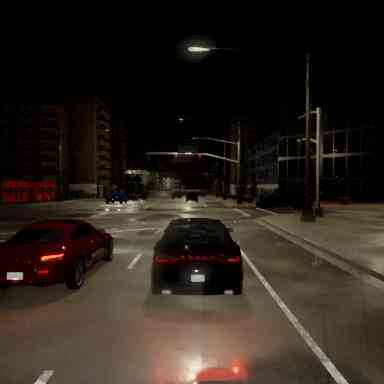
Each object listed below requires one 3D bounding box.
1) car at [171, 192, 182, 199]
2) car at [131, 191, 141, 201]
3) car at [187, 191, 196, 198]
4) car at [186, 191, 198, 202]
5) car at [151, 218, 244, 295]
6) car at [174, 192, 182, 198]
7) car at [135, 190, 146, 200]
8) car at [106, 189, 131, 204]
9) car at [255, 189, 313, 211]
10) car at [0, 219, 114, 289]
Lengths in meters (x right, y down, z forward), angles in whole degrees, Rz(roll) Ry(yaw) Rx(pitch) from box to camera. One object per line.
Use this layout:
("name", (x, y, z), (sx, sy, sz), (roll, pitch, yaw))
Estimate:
("car", (-3.588, 0.804, 75.681), (1.812, 1.442, 4.674), (0, 0, 0))
("car", (-10.616, 0.941, 57.333), (1.895, 1.301, 4.718), (0, 0, 0))
("car", (-0.102, 0.602, 86.905), (2.097, 1.767, 4.553), (0, 0, 0))
("car", (0.007, 0.821, 55.976), (1.882, 1.535, 5.008), (0, 0, 0))
("car", (0.097, 1.390, 8.545), (1.882, 1.535, 5.008), (0, 1, 0))
("car", (-3.600, 0.681, 85.683), (1.837, 1.490, 4.892), (0, 0, 0))
("car", (-10.588, 0.528, 67.540), (2.150, 2.045, 5.566), (0, 0, 0))
("car", (-10.625, 0.617, 47.258), (2.150, 2.045, 5.566), (0, 0, 0))
("car", (9.134, 0.746, 33.049), (5.566, 2.045, 2.150), (0, 1, 0))
("car", (-3.412, 1.433, 8.744), (1.812, 1.442, 4.674), (0, 1, 0))
